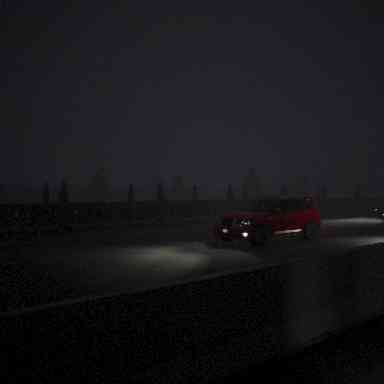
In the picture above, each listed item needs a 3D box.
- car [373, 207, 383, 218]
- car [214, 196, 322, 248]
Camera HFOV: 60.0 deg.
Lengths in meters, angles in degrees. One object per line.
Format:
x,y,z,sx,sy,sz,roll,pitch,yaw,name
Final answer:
18.110,1.604,29.323,4.718,1.301,1.895,0,0,-32,car
3.595,1.223,15.148,5.566,2.045,2.150,0,0,-35,car
